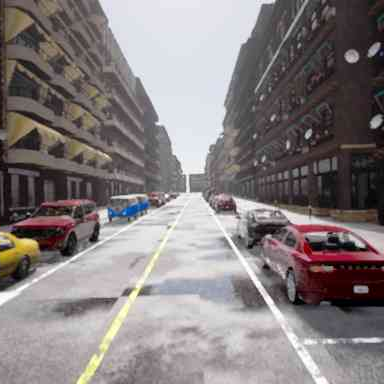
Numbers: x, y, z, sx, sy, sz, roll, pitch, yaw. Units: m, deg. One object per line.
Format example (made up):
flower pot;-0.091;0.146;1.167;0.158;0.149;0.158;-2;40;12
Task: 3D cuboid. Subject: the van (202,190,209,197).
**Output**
van;3.591;0.312;90.453;1.690;1.788;3.998;0;0;1

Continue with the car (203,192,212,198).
car;3.408;0.693;73.862;1.802;1.307;4.206;0;1;1

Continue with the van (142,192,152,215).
van;-4.927;1.113;29.766;1.690;1.788;3.998;0;1;1

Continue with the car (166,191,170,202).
car;-4.743;0.905;46.354;2.192;1.841;5.009;0;1;1

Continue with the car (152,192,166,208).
car;-4.804;0.964;40.825;2.192;1.841;5.009;0;1;1

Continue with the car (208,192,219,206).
car;3.011;1.049;35.146;1.887;1.381;4.507;0;1;1

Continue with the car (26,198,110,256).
car;-5.110;1.285;13.177;2.192;1.841;5.009;0;1;1

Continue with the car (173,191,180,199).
car;-4.436;0.631;74.004;2.192;1.841;5.009;0;1;1

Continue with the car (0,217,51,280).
car;-5.173;1.567;7.479;1.752;1.417;4.829;0;1;1

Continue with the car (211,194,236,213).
car;2.950;1.111;29.617;1.887;1.381;4.507;0;1;1

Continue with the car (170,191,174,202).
car;-4.620;1.040;57.419;1.947;1.339;4.313;0;1;1

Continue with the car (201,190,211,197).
car;3.529;0.330;84.921;2.192;1.841;5.009;0;0;1

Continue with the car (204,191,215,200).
car;3.283;0.655;62.799;1.967;1.590;4.097;0;1;1

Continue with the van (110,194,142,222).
van;-4.987;1.177;24.235;1.690;1.788;3.998;0;1;1

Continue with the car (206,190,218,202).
car;3.080;0.883;40.676;1.967;1.590;4.097;0;1;1

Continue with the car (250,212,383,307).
car;2.705;1.379;7.496;1.887;1.381;4.507;0;1;1

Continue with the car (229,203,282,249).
car;2.766;1.315;13.027;2.008;1.369;4.403;0;1;1

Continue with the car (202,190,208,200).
car;3.161;0.641;51.736;2.192;1.841;5.009;0;1;1
